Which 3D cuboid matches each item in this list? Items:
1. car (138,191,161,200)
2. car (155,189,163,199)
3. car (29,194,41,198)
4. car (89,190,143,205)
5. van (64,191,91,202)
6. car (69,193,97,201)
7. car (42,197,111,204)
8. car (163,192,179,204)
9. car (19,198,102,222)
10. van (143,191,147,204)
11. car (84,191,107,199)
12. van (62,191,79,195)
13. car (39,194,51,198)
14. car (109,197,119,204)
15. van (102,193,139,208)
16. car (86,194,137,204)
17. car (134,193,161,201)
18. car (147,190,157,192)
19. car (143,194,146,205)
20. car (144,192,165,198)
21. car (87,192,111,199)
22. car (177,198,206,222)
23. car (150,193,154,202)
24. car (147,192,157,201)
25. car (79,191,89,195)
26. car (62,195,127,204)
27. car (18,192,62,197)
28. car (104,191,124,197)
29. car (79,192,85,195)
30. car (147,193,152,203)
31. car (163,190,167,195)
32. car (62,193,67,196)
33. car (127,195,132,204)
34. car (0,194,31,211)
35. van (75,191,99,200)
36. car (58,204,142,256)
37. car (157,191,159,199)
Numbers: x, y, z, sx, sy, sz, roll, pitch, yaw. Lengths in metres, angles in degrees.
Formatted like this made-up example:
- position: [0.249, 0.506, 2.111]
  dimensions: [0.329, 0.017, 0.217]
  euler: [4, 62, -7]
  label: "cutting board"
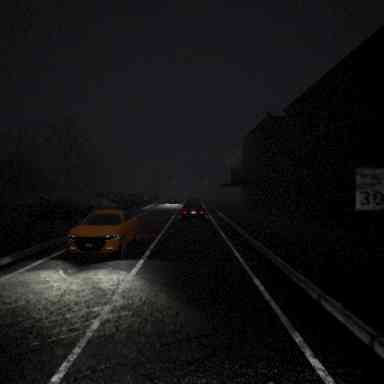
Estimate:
- position: [-9.175, 0.782, 72.267]
  dimensions: [4.553, 1.767, 2.185]
  euler: [0, 1, 0]
  label: "car"
- position: [-9.204, 0.764, 66.614]
  dimensions: [5.566, 2.045, 2.435]
  euler: [0, 1, 0]
  label: "car"
- position: [-21.866, 1.353, 41.071]
  dimensions: [4.792, 1.488, 2.163]
  euler: [0, 0, 0]
  label: "car"
- position: [-9.290, 1.074, 41.168]
  dimensions: [5.566, 2.045, 2.435]
  euler: [0, 0, 0]
  label: "car"
- position: [-21.879, 0.842, 63.799]
  dimensions: [4.442, 1.987, 1.878]
  euler: [0, 1, 0]
  label: "van"
- position: [-21.751, 1.015, 66.627]
  dimensions: [4.892, 1.521, 2.231]
  euler: [0, 1, 0]
  label: "car"
- position: [-9.400, 1.387, 27.041]
  dimensions: [4.674, 1.452, 2.002]
  euler: [0, 0, 0]
  label: "car"
- position: [-3.209, 1.196, 56.989]
  dimensions: [2.128, 1.511, 4.902]
  euler: [0, 1, 1]
  label: "car"
- position: [-9.443, 1.380, 24.214]
  dimensions: [4.792, 1.488, 2.163]
  euler: [0, 0, 0]
  label: "car"
- position: [-9.388, 1.084, 49.525]
  dimensions: [4.442, 1.987, 1.878]
  euler: [0, 0, 0]
  label: "van"
- position: [-21.727, 0.729, 74.970]
  dimensions: [4.553, 1.767, 2.185]
  euler: [0, 1, 0]
  label: "car"
- position: [-21.693, 1.004, 55.329]
  dimensions: [4.442, 1.987, 1.878]
  euler: [0, 1, 0]
  label: "van"
- position: [-21.850, 1.348, 43.895]
  dimensions: [4.792, 1.488, 2.163]
  euler: [0, 0, 0]
  label: "car"
- position: [-9.384, 1.382, 29.866]
  dimensions: [4.674, 1.452, 2.002]
  euler: [0, 0, 0]
  label: "car"
- position: [-9.419, 1.096, 43.994]
  dimensions: [4.442, 1.987, 1.878]
  euler: [0, 0, 0]
  label: "van"
- position: [-9.339, 1.330, 38.343]
  dimensions: [5.008, 1.535, 2.097]
  euler: [0, 0, 0]
  label: "car"
- position: [-9.345, 0.958, 69.444]
  dimensions: [5.366, 1.575, 1.946]
  euler: [0, 1, 0]
  label: "car"
- position: [-9.238, 0.998, 60.966]
  dimensions: [4.553, 1.767, 2.185]
  euler: [0, 1, 0]
  label: "car"
- position: [-9.289, 1.357, 46.820]
  dimensions: [4.674, 1.452, 2.002]
  euler: [0, 0, 0]
  label: "car"
- position: [-9.093, 0.786, 80.745]
  dimensions: [4.674, 1.452, 2.002]
  euler: [0, 1, 0]
  label: "car"
- position: [-21.676, 0.800, 77.795]
  dimensions: [5.008, 1.535, 2.097]
  euler: [0, 1, 0]
  label: "car"
- position: [0.089, 1.494, 26.106]
  dimensions: [2.033, 1.411, 5.357]
  euler: [0, 0, 0]
  label: "car"
- position: [-9.236, 1.271, 55.319]
  dimensions: [4.674, 1.452, 2.002]
  euler: [0, 1, 0]
  label: "car"
- position: [-9.217, 1.177, 58.143]
  dimensions: [5.008, 1.535, 2.097]
  euler: [0, 1, 0]
  label: "car"
- position: [-21.747, 0.998, 60.854]
  dimensions: [4.553, 1.767, 2.185]
  euler: [0, 1, 0]
  label: "car"
- position: [-9.551, 1.335, 32.693]
  dimensions: [5.366, 1.575, 1.946]
  euler: [0, 0, 0]
  label: "car"
- position: [-21.835, 1.063, 46.718]
  dimensions: [5.566, 2.045, 2.435]
  euler: [0, 0, 0]
  label: "car"
- position: [-21.597, 0.529, 92.035]
  dimensions: [4.892, 1.521, 2.231]
  euler: [0, 1, 0]
  label: "car"
- position: [-21.826, 1.205, 58.160]
  dimensions: [4.792, 1.488, 2.163]
  euler: [0, 1, 0]
  label: "car"
- position: [-9.257, 1.321, 52.484]
  dimensions: [4.674, 1.452, 2.002]
  euler: [0, 1, 0]
  label: "car"
- position: [-8.942, 0.850, 75.093]
  dimensions: [5.366, 1.575, 1.946]
  euler: [0, 1, 0]
  label: "car"
- position: [-21.841, 1.307, 49.553]
  dimensions: [5.008, 1.535, 2.097]
  euler: [0, 0, 0]
  label: "car"
- position: [-9.345, 1.334, 35.518]
  dimensions: [5.008, 1.535, 2.097]
  euler: [0, 0, 0]
  label: "car"
- position: [-21.918, 1.328, 38.373]
  dimensions: [4.892, 1.521, 2.231]
  euler: [0, 0, 0]
  label: "car"
- position: [-21.844, 0.734, 69.449]
  dimensions: [4.442, 1.987, 1.878]
  euler: [0, 1, 0]
  label: "van"
- position: [-3.357, 1.467, 13.347]
  dimensions: [1.882, 1.535, 5.008]
  euler: [0, 0, 0]
  label: "car"
- position: [-9.194, 1.109, 63.794]
  dimensions: [4.674, 1.452, 2.002]
  euler: [0, 1, 0]
  label: "car"
